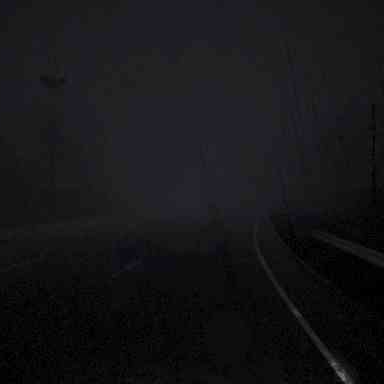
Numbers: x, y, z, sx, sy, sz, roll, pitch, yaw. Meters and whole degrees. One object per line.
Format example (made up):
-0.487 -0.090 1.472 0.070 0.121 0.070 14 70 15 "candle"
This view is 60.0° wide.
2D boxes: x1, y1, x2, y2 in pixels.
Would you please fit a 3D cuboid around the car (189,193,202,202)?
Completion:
0.472 1.595 79.535 1.895 1.301 4.718 0 0 9 "car"
